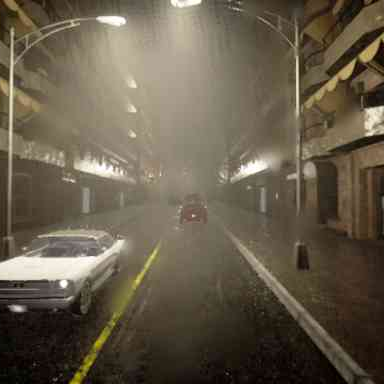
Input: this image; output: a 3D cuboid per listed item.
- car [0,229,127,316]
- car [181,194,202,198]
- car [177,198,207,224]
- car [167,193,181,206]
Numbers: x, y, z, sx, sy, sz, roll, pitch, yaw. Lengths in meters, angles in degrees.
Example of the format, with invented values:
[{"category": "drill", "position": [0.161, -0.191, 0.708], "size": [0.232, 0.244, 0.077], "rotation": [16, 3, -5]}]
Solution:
[{"category": "car", "position": [-2.851, 1.605, 7.650], "size": [1.895, 1.301, 4.718], "rotation": [0, 0, 0]}, {"category": "car", "position": [0.099, 1.225, 42.929], "size": [2.150, 2.045, 5.566], "rotation": [0, 0, 0]}, {"category": "car", "position": [0.099, 1.486, 25.078], "size": [1.882, 1.535, 5.008], "rotation": [0, 0, 0]}, {"category": "car", "position": [-2.750, 1.238, 53.753], "size": [2.150, 2.045, 5.566], "rotation": [0, 0, 0]}]
